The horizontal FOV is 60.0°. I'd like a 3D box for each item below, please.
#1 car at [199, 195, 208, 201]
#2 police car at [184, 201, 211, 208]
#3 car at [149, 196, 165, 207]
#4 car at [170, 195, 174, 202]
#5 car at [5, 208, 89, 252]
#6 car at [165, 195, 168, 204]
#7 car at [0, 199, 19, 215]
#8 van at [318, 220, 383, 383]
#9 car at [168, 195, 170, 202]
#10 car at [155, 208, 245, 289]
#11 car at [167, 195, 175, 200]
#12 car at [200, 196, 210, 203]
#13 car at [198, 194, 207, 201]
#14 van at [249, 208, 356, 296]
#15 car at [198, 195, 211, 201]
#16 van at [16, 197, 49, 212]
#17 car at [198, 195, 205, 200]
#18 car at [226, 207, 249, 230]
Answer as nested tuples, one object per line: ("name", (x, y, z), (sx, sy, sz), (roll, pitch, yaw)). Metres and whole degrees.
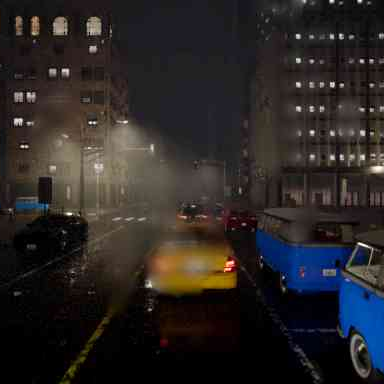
("car", (2.697, 1.510, 80.225), (2.008, 1.369, 4.403), (1, 0, 0))
("police car", (0.103, 1.505, 19.451), (2.038, 1.542, 4.974), (0, 0, 0))
("car", (-5.683, 1.572, 51.969), (1.802, 1.307, 4.206), (1, 0, 0))
("car", (-5.683, 1.516, 74.575), (2.008, 1.369, 4.403), (1, 0, 0))
("car", (-5.681, 1.567, 13.954), (1.947, 1.339, 4.313), (1, 0, 0))
("car", (-5.680, 1.424, 57.621), (1.967, 1.590, 4.097), (1, 0, 0))
("car", (-19.845, 1.620, 32.456), (4.403, 1.369, 2.008), (0, 0, 1))
("van", (2.703, 1.342, 2.795), (1.690, 1.788, 3.998), (1, 0, 0))
("car", (-5.683, 1.560, 63.272), (1.802, 1.307, 4.206), (1, 0, 0))
("car", (0.097, 1.458, 9.131), (1.801, 1.575, 5.366), (0, 0, 0))
("car", (-5.684, 1.472, 91.360), (1.752, 1.417, 4.829), (1, 0, 0))
("car", (2.698, 1.517, 68.923), (1.887, 1.381, 4.507), (1, 0, 0))
("car", (2.698, 1.393, 85.878), (1.967, 1.590, 4.097), (1, 0, 0))
("van", (2.703, 1.343, 8.371), (1.690, 1.788, 3.998), (1, 0, 0))
("car", (2.698, 1.529, 63.271), (2.008, 1.369, 4.403), (1, 0, 0))
("van", (-19.737, 1.524, 40.838), (3.998, 1.788, 1.690), (0, 0, 1))
("car", (2.697, 1.472, 91.699), (1.752, 1.417, 4.829), (1, 0, 0))
("car", (2.700, 1.545, 19.525), (1.887, 1.381, 4.507), (1, 0, 0))
